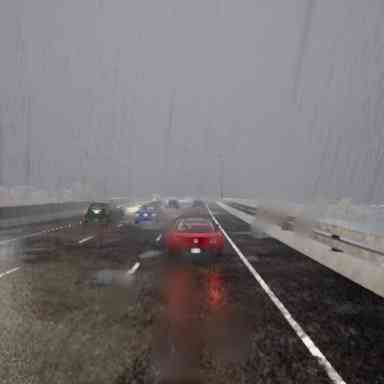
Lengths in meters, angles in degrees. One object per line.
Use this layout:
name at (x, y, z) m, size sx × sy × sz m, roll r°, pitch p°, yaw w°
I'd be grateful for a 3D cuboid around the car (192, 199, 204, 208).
car at (1.010, 1.887, 55.888) m, size 1.994 × 1.385 × 4.181 m, roll 0°, pitch 0°, yaw 2°

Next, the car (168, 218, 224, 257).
car at (0.147, 1.663, 13.217) m, size 1.895 × 1.301 × 4.718 m, roll 0°, pitch 0°, yaw 0°

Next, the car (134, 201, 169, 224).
car at (-3.209, 1.673, 25.733) m, size 2.033 × 1.411 × 5.357 m, roll 0°, pitch 0°, yaw 1°

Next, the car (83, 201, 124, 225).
car at (-6.707, 1.474, 25.633) m, size 2.097 × 1.767 × 4.553 m, roll 0°, pitch 0°, yaw 1°

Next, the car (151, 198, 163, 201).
car at (-5.968, 1.817, 56.712) m, size 2.128 × 1.511 × 4.902 m, roll 0°, pitch 0°, yaw 2°

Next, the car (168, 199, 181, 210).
car at (-2.704, 1.800, 48.956) m, size 1.812 × 1.442 × 4.674 m, roll 0°, pitch 0°, yaw 2°
